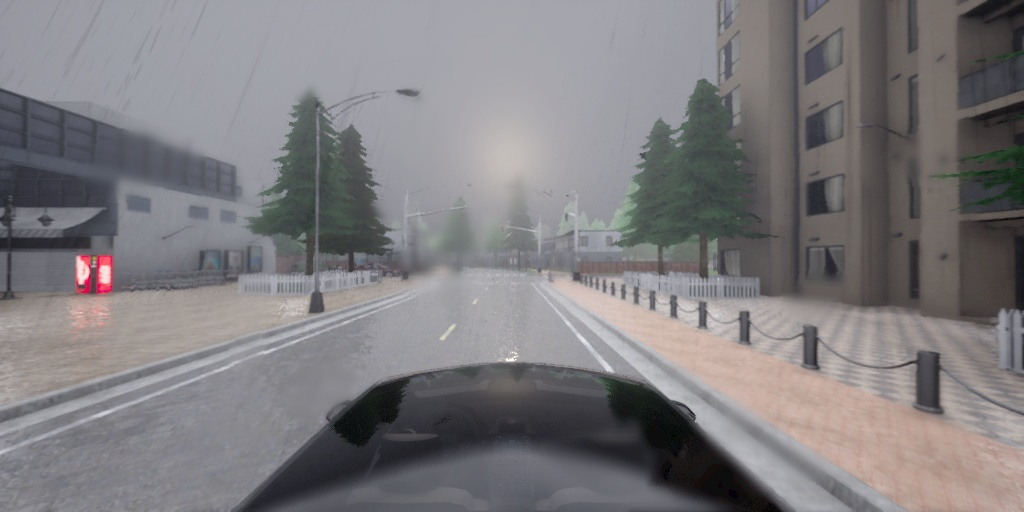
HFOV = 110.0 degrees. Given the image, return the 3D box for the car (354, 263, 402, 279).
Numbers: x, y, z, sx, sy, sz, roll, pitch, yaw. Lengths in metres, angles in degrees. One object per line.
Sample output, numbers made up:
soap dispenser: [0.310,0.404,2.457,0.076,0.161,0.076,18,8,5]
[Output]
car: [-14.126,1.562,37.603,5.008,1.535,1.882,1,-1,2]
